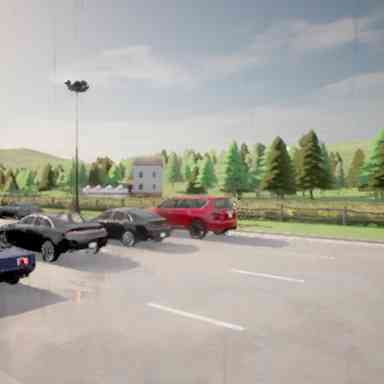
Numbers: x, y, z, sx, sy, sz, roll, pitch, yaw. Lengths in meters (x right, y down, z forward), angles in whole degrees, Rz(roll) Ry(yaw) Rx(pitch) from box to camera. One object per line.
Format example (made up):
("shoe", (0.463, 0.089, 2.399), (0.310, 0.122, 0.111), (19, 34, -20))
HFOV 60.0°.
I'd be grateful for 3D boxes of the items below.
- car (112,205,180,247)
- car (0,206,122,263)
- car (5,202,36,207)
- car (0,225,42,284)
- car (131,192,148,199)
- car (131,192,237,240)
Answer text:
("car", (-3.145, 1.469, 14.813), (4.892, 1.490, 1.837), (0, 0, 36))
("car", (-5.102, 1.455, 11.909), (4.902, 1.511, 2.128), (0, 0, 36))
("car", (-13.843, 1.475, 26.741), (4.181, 1.385, 1.994), (0, 0, 36))
("car", (-5.954, 1.569, 8.215), (4.718, 1.301, 1.895), (0, 0, 36))
("car", (-14.868, 0.991, 93.849), (4.605, 1.855, 1.932), (0, 0, 35))
("car", (-0.384, 1.187, 17.141), (5.566, 2.045, 2.150), (0, 0, 36))
